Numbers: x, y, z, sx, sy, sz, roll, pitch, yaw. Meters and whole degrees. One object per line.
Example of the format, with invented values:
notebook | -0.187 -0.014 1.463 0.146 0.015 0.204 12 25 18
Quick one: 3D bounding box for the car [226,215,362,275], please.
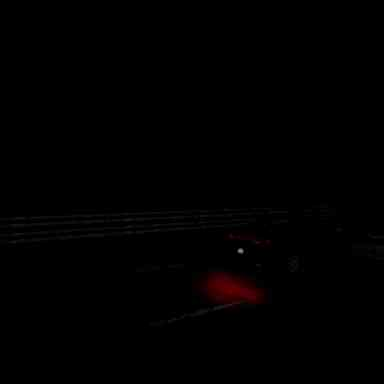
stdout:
car | 3.361 1.453 10.471 5.008 1.535 1.882 0 0 -34
